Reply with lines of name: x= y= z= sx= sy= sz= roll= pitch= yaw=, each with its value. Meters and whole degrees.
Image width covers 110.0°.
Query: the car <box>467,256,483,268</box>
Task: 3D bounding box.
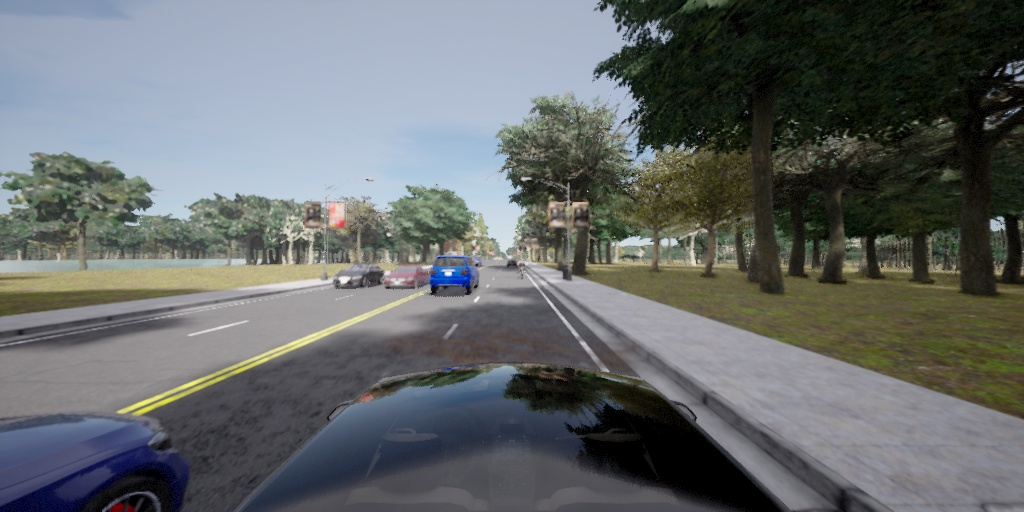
car: x=-6.515 y=0.975 z=63.966 sx=2.150 sy=2.045 sz=5.566 roll=0 pitch=0 yaw=1

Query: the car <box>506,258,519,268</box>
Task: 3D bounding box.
car: x=0.039 y=1.247 z=63.119 sx=1.837 sy=1.490 sz=4.892 roll=0 pitch=0 yaw=1

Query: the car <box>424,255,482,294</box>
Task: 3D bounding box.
car: x=-3.150 y=0.974 z=20.420 sx=2.150 sy=2.045 sz=5.566 roll=0 pitch=0 yaw=0

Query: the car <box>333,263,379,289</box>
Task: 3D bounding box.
car: x=-9.842 y=1.243 z=23.448 sx=2.128 sy=1.511 sz=4.902 roll=0 pitch=0 yaw=0

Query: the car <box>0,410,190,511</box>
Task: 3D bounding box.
car: x=-3.152 y=1.276 z=0.503 sx=1.812 sy=1.442 sz=4.674 roll=0 pitch=0 yaw=0

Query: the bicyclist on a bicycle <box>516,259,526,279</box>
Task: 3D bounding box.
bicyclist on a bicycle: x=0.895 y=1.123 z=31.227 sx=0.659 sy=1.776 sz=1.843 roll=0 pitch=0 yaw=0

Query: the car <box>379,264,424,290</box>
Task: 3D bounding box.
car: x=-6.595 y=1.278 z=22.884 sx=1.812 sy=1.442 sz=4.674 roll=0 pitch=0 yaw=0

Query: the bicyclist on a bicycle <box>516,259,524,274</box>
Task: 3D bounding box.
bicyclist on a bicycle: x=0.892 y=1.187 z=40.793 sx=0.866 sy=1.612 sz=1.509 roll=0 pitch=0 yaw=0
